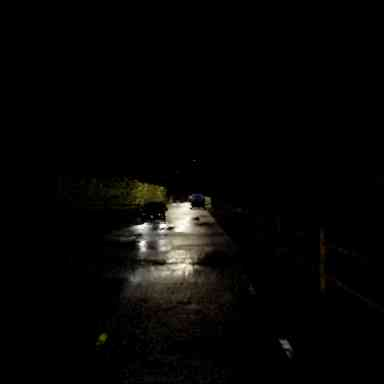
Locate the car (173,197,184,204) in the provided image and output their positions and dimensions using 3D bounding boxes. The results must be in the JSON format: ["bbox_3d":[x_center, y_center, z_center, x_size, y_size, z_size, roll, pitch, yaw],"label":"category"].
[{"bbox_3d":[-2.738,1.693,67.515,1.812,1.442,4.674,0,0,0],"label":"car"}]

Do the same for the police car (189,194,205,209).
[{"bbox_3d":[0.836,1.504,47.092,1.930,1.638,5.238,0,0,0],"label":"police car"}]

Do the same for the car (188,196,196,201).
[{"bbox_3d":[0.019,1.644,82.458,1.895,1.301,4.718,0,0,0],"label":"car"}]

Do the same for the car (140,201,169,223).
[{"bbox_3d":[-2.842,1.524,25.993,1.837,1.490,4.892,0,0,0],"label":"car"}]
